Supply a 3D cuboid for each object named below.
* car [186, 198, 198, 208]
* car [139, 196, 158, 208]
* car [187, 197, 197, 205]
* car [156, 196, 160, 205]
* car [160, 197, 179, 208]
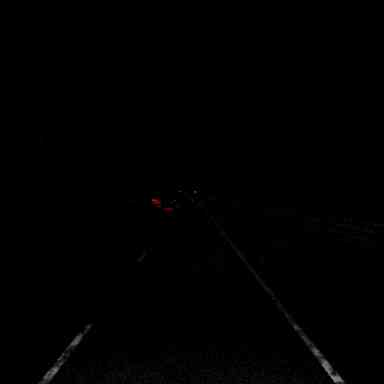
[{"bbox_3d":[-0.001,1.795,52.849,1.994,1.385,4.181,0,0,0],"label":"car"},{"bbox_3d":[-7.002,1.772,51.592,2.033,1.411,5.357,0,0,0],"label":"car"},{"bbox_3d":[0.012,1.816,65.112,1.812,1.442,4.674,0,0,0],"label":"car"},{"bbox_3d":[-6.985,1.644,64.748,2.097,1.767,4.553,0,0,0],"label":"car"},{"bbox_3d":[-3.501,1.734,52.426,1.837,1.490,4.892,0,0,0],"label":"car"}]
